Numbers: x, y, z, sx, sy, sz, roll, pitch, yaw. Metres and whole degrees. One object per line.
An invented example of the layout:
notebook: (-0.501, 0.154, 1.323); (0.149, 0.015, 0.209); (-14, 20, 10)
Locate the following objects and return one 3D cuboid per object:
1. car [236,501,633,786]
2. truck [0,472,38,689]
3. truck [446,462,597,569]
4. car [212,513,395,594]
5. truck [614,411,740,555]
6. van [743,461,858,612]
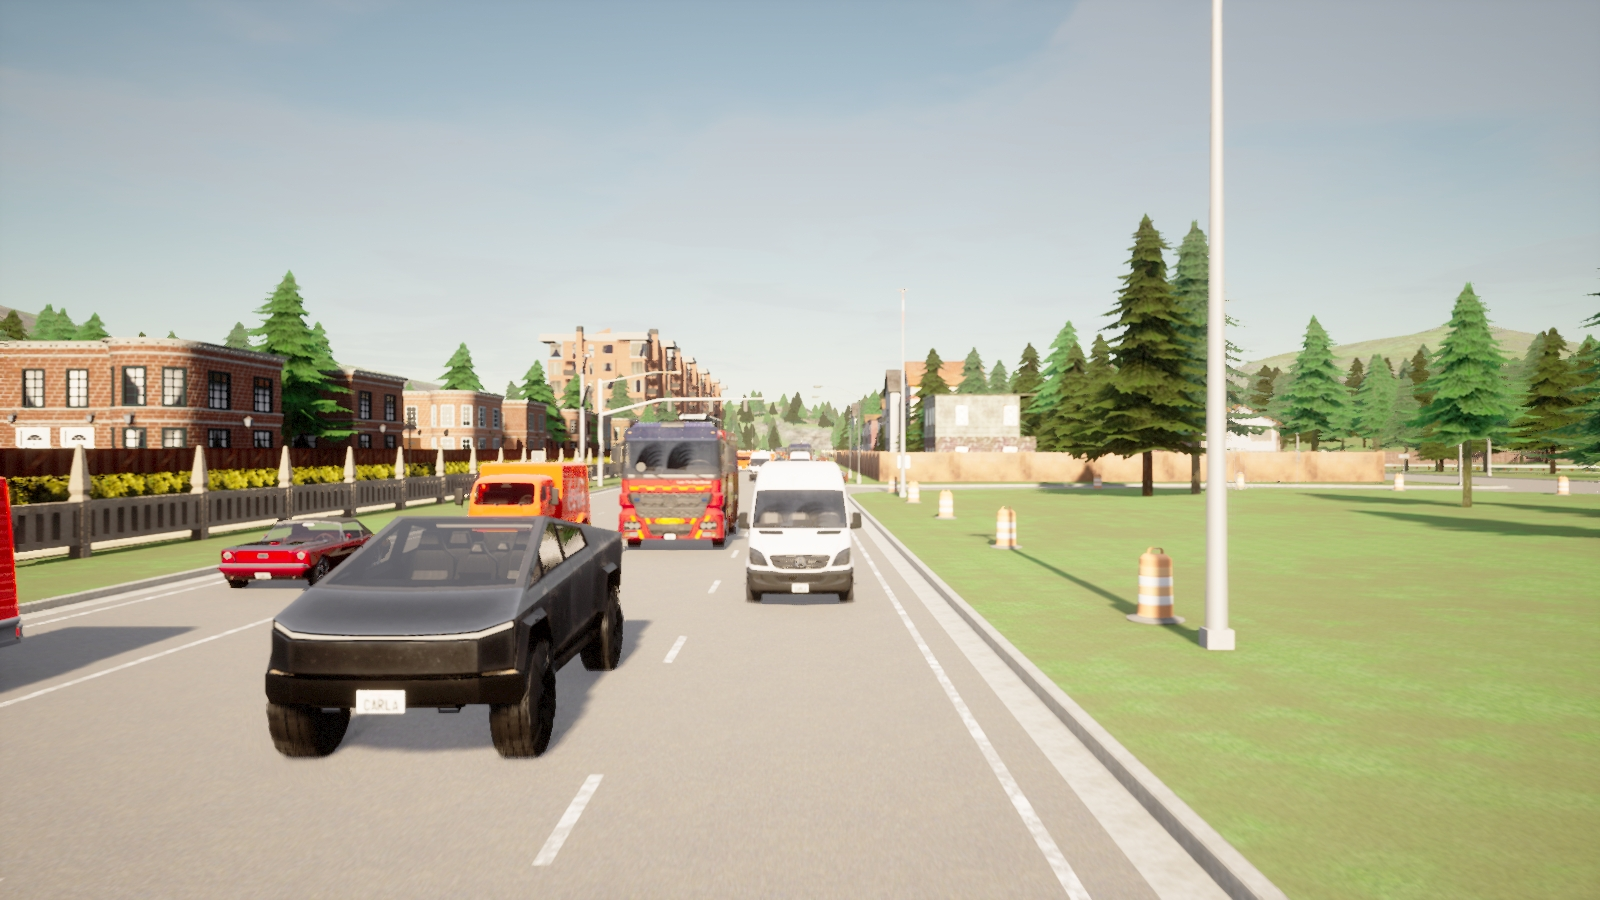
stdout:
car: (-3.498, 1.749, 12.638); (2.390, 2.098, 6.274); (0, 0, 0)
truck: (-10.499, 1.548, 11.145); (2.627, 2.467, 5.204); (0, 1, 0)
truck: (-6.997, 1.558, 29.458); (2.627, 2.467, 5.204); (0, 0, 0)
car: (-10.498, 2.146, 24.595); (1.895, 1.301, 4.718); (0, 0, 0)
truck: (-3.491, 0.879, 34.485); (2.891, 3.827, 8.468); (0, 0, 0)
van: (0.007, 1.526, 22.808); (1.988, 2.561, 5.915); (0, 0, 0)
